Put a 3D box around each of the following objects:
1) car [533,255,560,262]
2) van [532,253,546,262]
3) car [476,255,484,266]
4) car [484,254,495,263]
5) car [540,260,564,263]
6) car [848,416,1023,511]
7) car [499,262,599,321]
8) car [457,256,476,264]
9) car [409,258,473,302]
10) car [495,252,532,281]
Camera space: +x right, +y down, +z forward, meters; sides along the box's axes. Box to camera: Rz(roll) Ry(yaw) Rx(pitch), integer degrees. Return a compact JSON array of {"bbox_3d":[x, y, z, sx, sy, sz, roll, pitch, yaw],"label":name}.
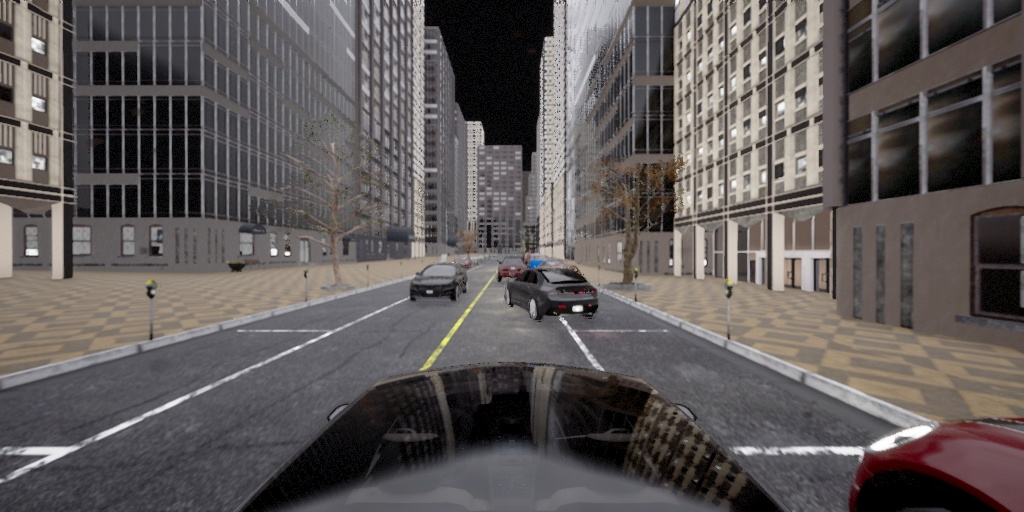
[{"bbox_3d":[2.696,0.907,24.500,1.967,1.591,4.097,0,0,0],"label":"car"},{"bbox_3d":[2.697,0.667,35.782,1.690,1.789,3.998,0,0,0],"label":"van"},{"bbox_3d":[-5.681,0.663,52.681,2.007,1.370,4.403,0,0,0],"label":"car"},{"bbox_3d":[-2.991,0.274,56.445,1.895,1.301,4.718,0,1,0],"label":"car"},{"bbox_3d":[2.694,1.082,18.859,1.888,1.381,4.507,0,0,0],"label":"car"},{"bbox_3d":[3.113,1.120,0.276,2.097,1.767,4.553,0,1,0],"label":"car"},{"bbox_3d":[1.119,1.128,11.955,1.837,1.490,4.892,-1,1,-15],"label":"car"},{"bbox_3d":[-5.682,0.695,41.396,1.967,1.591,4.097,0,0,0],"label":"car"},{"bbox_3d":[-3.097,1.051,15.973,1.882,1.535,5.008,0,1,0],"label":"car"},{"bbox_3d":[0.080,0.801,25.867,2.097,1.767,4.553,0,1,0],"label":"car"}]
